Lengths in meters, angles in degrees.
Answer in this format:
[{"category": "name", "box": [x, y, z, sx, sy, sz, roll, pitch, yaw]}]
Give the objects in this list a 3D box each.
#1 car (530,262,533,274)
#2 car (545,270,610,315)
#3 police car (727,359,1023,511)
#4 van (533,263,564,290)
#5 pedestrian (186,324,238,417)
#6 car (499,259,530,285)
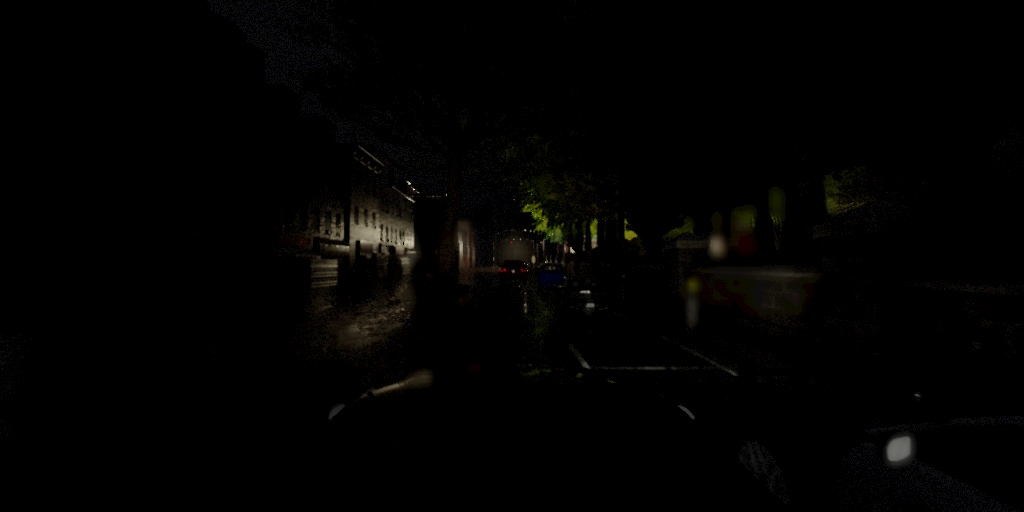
[{"category": "car", "box": [2.647, 1.844, 47.108, 1.751, 1.417, 4.829, 0, 0, 0]}, {"category": "car", "box": [2.640, 1.449, 14.245, 2.007, 1.370, 4.403, 0, 0, 0]}, {"category": "police car", "box": [2.748, 1.169, 1.139, 1.930, 1.638, 5.238, 0, -1, 0]}, {"category": "van", "box": [2.642, 1.375, 25.143, 1.690, 1.789, 3.998, 0, 0, 0]}, {"category": "pedestrian", "box": [-3.495, 1.300, 4.154, 0.500, 1.100, 0.500, 1, -1, 0]}, {"category": "car", "box": [0.097, 1.323, 30.574, 2.150, 2.045, 5.566, 0, -1, 0]}]
